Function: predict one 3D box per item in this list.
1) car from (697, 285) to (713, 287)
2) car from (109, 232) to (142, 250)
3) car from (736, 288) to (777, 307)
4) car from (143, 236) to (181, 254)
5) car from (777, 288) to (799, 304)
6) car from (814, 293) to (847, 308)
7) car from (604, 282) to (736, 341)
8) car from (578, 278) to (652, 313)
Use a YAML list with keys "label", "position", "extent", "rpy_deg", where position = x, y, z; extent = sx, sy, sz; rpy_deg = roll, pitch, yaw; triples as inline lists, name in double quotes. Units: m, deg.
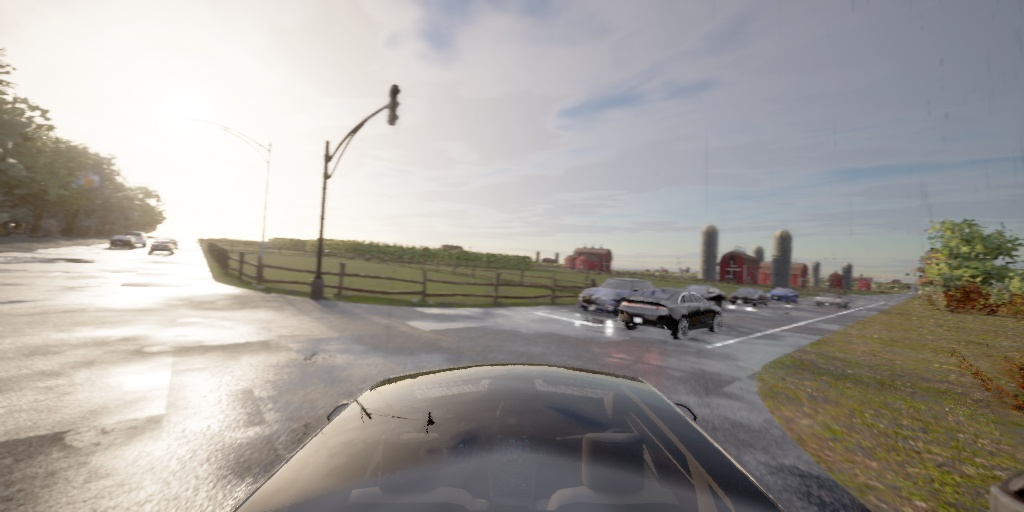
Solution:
- label: "car"
  position: [11.931, 2.568, 22.825]
  extent: [5.008, 1.535, 1.882]
  rpy_deg: [5, -2, -41]
- label: "car"
  position: [-43.952, -1.588, 40.621]
  extent: [1.882, 1.535, 5.008]
  rpy_deg: [4, -1, -41]
- label: "car"
  position: [19.750, 3.355, 29.700]
  extent: [5.357, 1.411, 2.033]
  rpy_deg: [5, -2, -41]
- label: "car"
  position: [-35.517, -0.953, 36.484]
  extent: [2.033, 1.411, 5.357]
  rpy_deg: [4, -1, -41]
- label: "car"
  position: [27.625, 4.006, 36.564]
  extent: [5.008, 1.535, 1.882]
  rpy_deg: [5, -2, -41]
- label: "car"
  position: [30.955, 4.304, 34.739]
  extent: [4.718, 1.301, 1.895]
  rpy_deg: [5, -2, -41]
- label: "car"
  position: [5.599, 1.868, 12.382]
  extent: [4.902, 1.511, 2.128]
  rpy_deg: [5, -3, -42]
- label: "car"
  position: [5.191, 1.826, 16.949]
  extent: [4.553, 1.767, 2.097]
  rpy_deg: [5, -2, -40]
